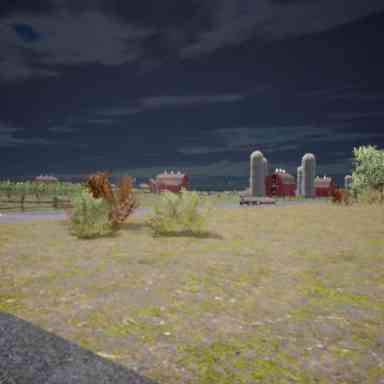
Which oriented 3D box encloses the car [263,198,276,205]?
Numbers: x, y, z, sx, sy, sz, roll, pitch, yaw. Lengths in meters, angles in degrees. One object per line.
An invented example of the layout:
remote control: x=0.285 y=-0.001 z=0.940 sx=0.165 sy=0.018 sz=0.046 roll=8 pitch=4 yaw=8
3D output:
car: x=14.168 y=1.722 z=62.371 sx=1.994 sy=1.385 sz=4.181 roll=0 pitch=-1 yaw=36

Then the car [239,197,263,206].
car: x=9.679 y=1.576 z=56.068 sx=1.837 sy=1.490 sz=4.892 roll=0 pitch=-1 yaw=36
